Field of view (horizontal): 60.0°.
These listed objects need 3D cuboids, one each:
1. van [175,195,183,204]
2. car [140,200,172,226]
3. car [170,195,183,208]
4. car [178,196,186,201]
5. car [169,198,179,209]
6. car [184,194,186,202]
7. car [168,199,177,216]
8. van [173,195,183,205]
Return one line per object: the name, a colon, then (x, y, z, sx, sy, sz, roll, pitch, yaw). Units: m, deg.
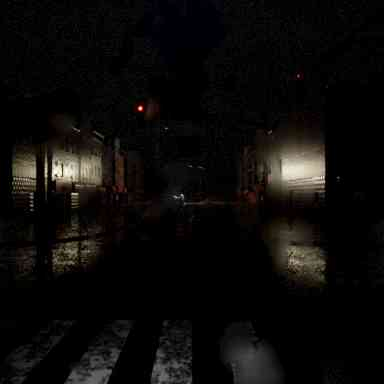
van: (-2.664, 1.467, 68.889, 1.690, 1.788, 3.998, 0, 0, 0)
car: (-2.645, 1.543, 23.876, 1.752, 1.417, 4.829, 0, 0, 0)
car: (-2.655, 1.503, 46.467, 1.967, 1.590, 4.097, 0, 0, 0)
car: (-2.676, 1.771, 91.311, 1.947, 1.339, 4.313, 0, 0, 0)
car: (-2.650, 1.619, 35.256, 1.802, 1.307, 4.206, 0, 0, 0)
car: (-2.659, 1.408, 57.678, 2.192, 1.841, 5.009, 0, 0, 0)
car: (-2.647, 1.572, 29.651, 1.887, 1.381, 4.507, 0, 0, 0)
van: (-2.662, 1.450, 63.284, 1.690, 1.788, 3.998, 0, 0, 0)
